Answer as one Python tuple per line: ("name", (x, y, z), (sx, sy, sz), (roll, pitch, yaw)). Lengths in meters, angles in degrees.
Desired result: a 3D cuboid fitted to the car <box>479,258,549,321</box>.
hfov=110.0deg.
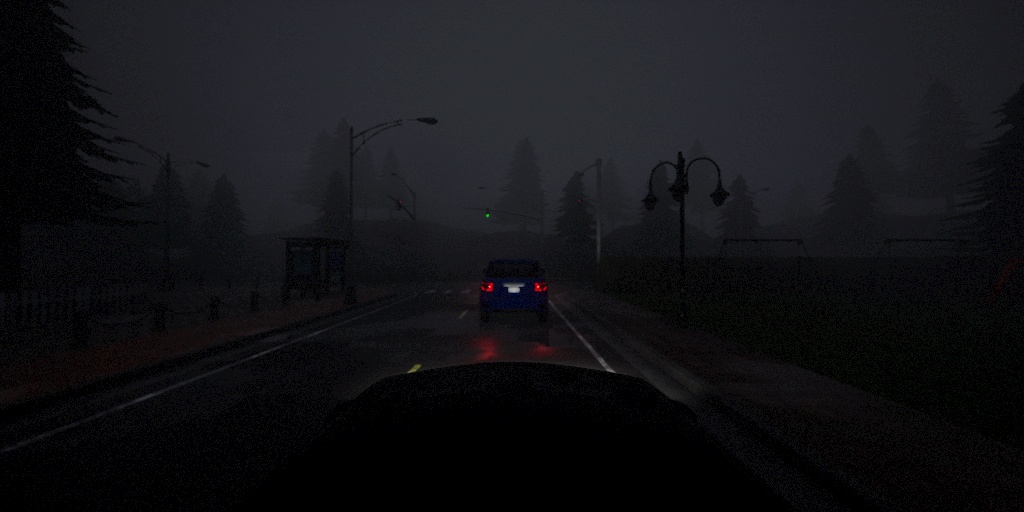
("car", (0.070, 1.079, 13.058), (2.150, 2.045, 5.566), (0, 0, 0))
